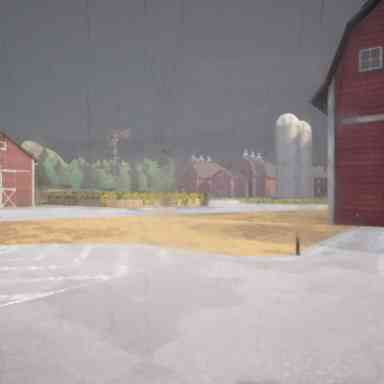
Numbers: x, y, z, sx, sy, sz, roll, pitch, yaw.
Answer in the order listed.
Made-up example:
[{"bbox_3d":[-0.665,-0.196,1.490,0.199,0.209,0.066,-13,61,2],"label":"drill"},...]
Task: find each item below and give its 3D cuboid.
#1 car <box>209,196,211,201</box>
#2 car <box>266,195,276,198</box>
[{"bbox_3d":[3.111,1.417,89.542,1.932,1.855,4.605,0,0,35],"label":"car"},{"bbox_3d":[22.180,1.595,92.452,2.242,1.667,4.611,0,0,35],"label":"car"}]
